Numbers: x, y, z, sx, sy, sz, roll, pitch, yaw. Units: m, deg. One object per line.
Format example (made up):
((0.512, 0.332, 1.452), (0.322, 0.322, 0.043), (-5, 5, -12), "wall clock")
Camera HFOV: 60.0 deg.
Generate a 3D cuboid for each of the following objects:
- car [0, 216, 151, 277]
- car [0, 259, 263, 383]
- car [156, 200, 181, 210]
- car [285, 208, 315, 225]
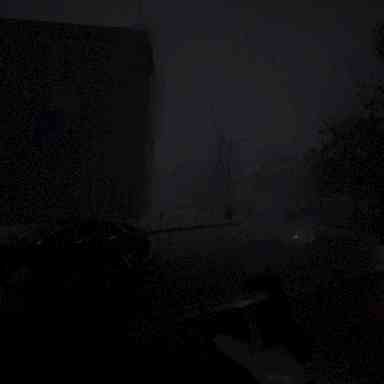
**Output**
((-3.447, 1.476, 9.151), (4.892, 1.490, 1.837), (0, 1, -42), "car")
((-1.942, 1.543, 1.893), (5.357, 1.411, 2.033), (0, 0, -35), "car")
((-4.255, 2.163, 59.869), (4.553, 1.767, 2.097), (3, -2, 39), "car")
((10.049, 2.242, 31.185), (2.128, 1.511, 4.902), (3, -2, 2), "car")
